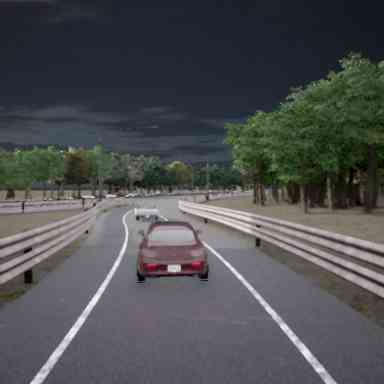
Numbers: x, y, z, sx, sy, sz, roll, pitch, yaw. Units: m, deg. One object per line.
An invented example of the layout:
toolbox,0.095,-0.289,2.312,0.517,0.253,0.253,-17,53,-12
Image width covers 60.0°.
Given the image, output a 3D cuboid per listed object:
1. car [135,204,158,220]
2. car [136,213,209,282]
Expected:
car,-4.087,1.714,29.562,1.895,1.301,4.718,0,0,-11
car,-0.635,1.575,9.864,1.812,1.442,4.674,0,0,-6
